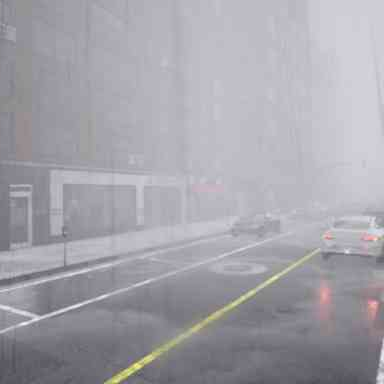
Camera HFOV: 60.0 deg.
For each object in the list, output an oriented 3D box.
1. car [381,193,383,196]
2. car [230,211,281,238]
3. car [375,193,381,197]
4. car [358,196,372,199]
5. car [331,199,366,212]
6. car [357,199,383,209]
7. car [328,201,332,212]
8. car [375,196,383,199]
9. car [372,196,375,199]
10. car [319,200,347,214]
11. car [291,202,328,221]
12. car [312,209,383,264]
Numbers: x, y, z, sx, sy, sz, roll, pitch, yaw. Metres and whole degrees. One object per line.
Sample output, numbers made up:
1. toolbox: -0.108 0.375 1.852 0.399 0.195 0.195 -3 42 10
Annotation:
1. car: 46.046 1.592 83.420 1.947 1.339 4.313 -1 -1 33
2. car: 3.648 1.703 18.468 1.802 1.307 4.206 -1 -1 33
3. car: 42.847 1.562 78.520 1.752 1.417 4.829 -1 -1 33
4. car: 30.517 1.617 59.630 2.008 1.369 4.403 -1 -1 33
5. car: 14.360 1.618 30.199 1.994 1.385 4.181 -1 -1 33
6. car: 12.303 1.483 21.691 1.882 1.535 5.008 -1 0 33
7. car: 12.603 1.629 32.190 1.752 1.417 4.829 -1 -1 33
8. car: 19.954 1.469 33.596 1.882 1.535 5.008 -1 -1 33
9. car: 33.622 1.604 64.388 1.887 1.381 4.507 -1 -1 33
10. car: 15.713 1.648 36.953 2.008 1.369 4.403 -1 -1 33
11. car: 9.679 1.550 27.713 1.967 1.590 4.097 -1 -1 33
12. car: 5.908 1.544 11.896 1.812 1.442 4.674 -1 -1 33
